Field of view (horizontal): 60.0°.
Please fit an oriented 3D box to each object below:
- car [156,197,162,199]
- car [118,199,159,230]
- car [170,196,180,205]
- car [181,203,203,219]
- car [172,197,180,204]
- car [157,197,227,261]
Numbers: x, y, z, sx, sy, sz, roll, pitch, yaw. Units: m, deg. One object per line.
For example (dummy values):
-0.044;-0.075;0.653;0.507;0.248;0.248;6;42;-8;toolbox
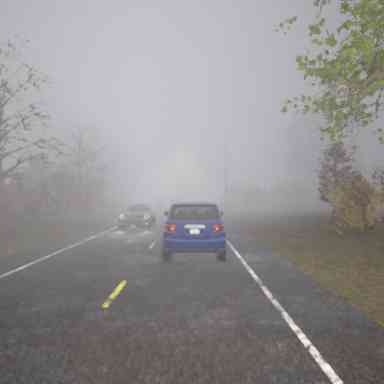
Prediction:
-6.208;1.884;63.810;2.097;1.767;4.553;0;0;-7;car
-3.663;1.561;22.818;2.097;1.767;4.553;0;0;0;car
-3.630;1.759;71.683;2.097;1.767;4.553;0;0;-2;car
0.004;1.846;33.458;2.033;1.411;5.357;0;0;0;car
-3.773;2.002;79.045;1.882;1.535;5.008;0;0;0;car
0.078;1.341;12.963;2.150;2.045;5.566;0;-1;0;car
